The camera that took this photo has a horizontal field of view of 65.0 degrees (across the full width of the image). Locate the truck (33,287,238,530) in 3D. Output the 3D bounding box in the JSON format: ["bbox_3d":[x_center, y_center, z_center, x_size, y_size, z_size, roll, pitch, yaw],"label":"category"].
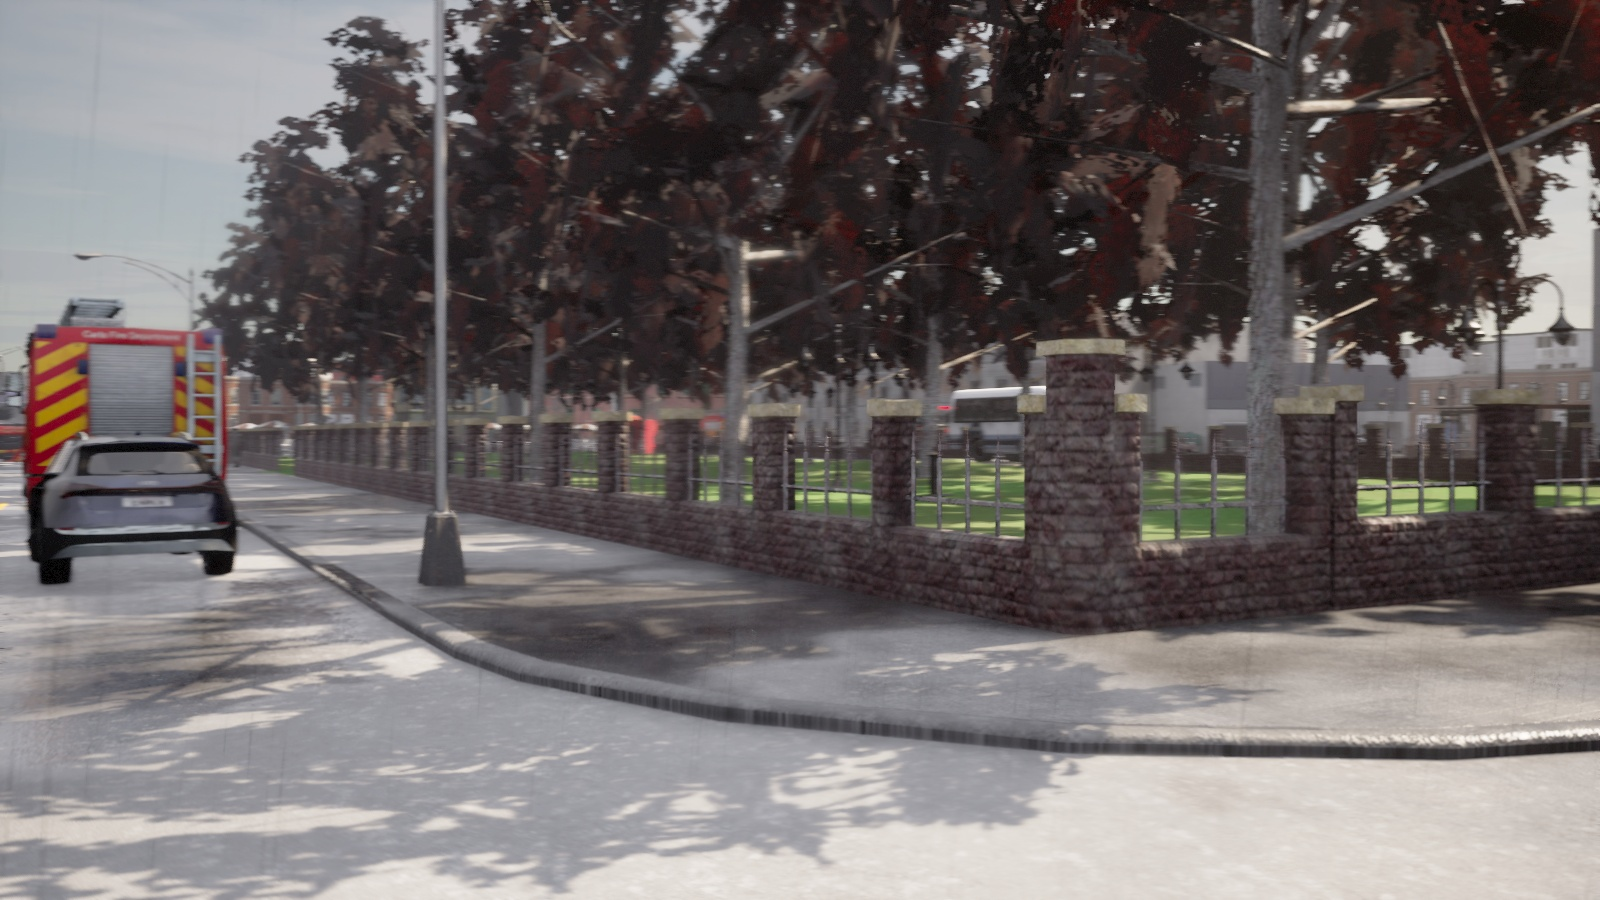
[{"bbox_3d":[-13.012,-0.709,24.150,2.891,3.827,8.468,0,1,-32],"label":"truck"}]

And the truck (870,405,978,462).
[{"bbox_3d":[7.793,-1.057,80.226,2.891,3.462,7.936,0,1,-29],"label":"truck"}]

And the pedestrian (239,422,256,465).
[{"bbox_3d":[-25.456,-0.316,57.821,0.659,1.952,0.873,0,1,-28],"label":"pedestrian"}]

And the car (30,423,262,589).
[{"bbox_3d":[-7.986,0.527,15.070,2.033,1.649,4.856,0,1,-33],"label":"car"}]

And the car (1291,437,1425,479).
[{"bbox_3d":[23.131,0.288,52.238,2.033,1.649,4.856,0,1,-29],"label":"car"}]

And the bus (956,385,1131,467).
[{"bbox_3d":[13.344,-1.295,70.109,3.944,4.253,10.273,0,1,-29],"label":"bus"}]

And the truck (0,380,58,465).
[{"bbox_3d":[-37.430,-1.296,60.196,2.891,3.827,8.468,0,1,-29],"label":"truck"}]
